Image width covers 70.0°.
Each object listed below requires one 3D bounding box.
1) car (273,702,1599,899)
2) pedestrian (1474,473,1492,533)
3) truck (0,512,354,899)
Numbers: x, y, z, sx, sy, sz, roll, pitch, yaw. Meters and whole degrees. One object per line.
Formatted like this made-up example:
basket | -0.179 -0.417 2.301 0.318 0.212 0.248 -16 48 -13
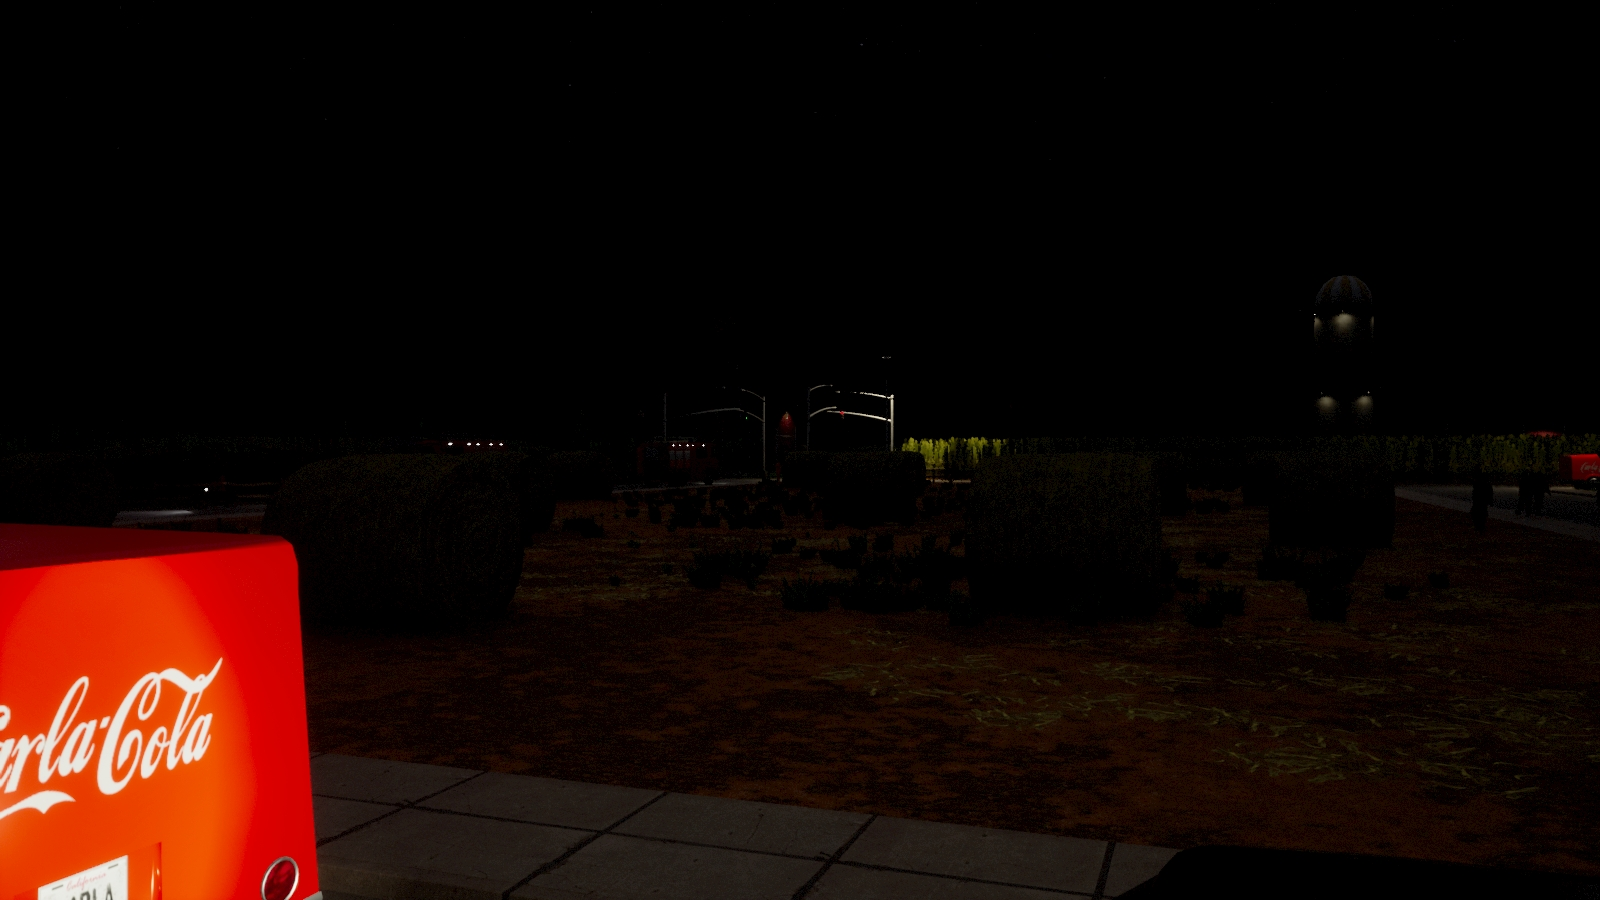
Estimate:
car | 1.269 1.906 2.870 4.553 1.767 2.097 0 0 20
pedestrian | 21.492 1.667 35.966 0.375 1.860 0.375 0 0 7
truck | -5.033 1.573 5.132 5.204 2.467 2.627 0 0 20
